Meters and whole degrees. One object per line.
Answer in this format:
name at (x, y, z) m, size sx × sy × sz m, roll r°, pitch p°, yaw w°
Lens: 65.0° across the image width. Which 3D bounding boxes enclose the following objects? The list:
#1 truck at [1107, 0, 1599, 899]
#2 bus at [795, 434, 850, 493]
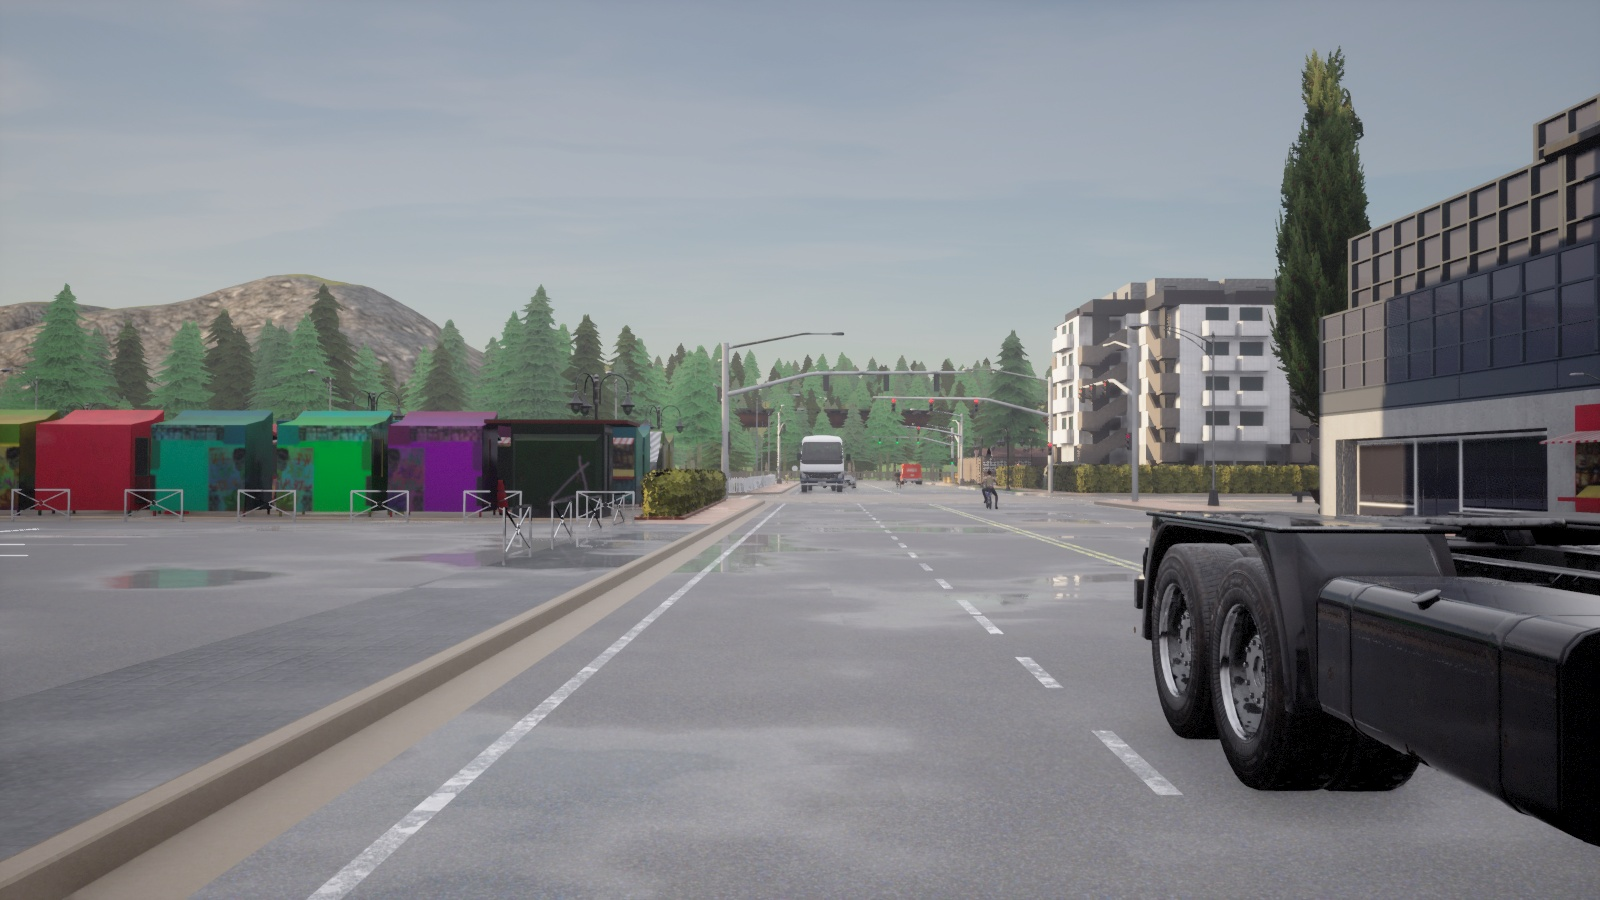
truck at (3.537, -0.102, 4.747) m, size 2.891 × 3.462 × 7.936 m, roll 0°, pitch -1°, yaw 1°
bus at (1.699, 1.041, 96.112) m, size 3.944 × 4.253 × 10.273 m, roll 0°, pitch -1°, yaw 1°
